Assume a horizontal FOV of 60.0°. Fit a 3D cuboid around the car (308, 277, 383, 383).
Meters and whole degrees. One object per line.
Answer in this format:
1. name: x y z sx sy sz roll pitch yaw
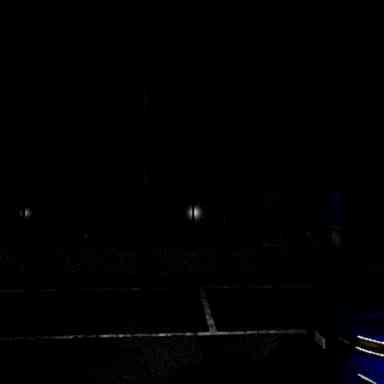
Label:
1. car: 4.012 1.478 4.095 5.008 1.535 1.882 0 0 -3
